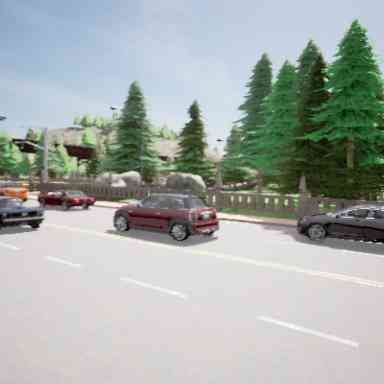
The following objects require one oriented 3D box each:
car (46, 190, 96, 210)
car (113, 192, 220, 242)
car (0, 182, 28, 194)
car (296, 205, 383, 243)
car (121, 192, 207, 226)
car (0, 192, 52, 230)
[{"bbox_3d":[-9.103,0.522,23.860,4.718,1.301,1.895,3,2,36],"label":"car"},{"bbox_3d":[-1.162,0.840,13.781,4.553,1.767,2.097,3,2,36],"label":"car"},{"bbox_3d":[-16.337,-0.109,29.099,4.553,1.767,2.097,3,2,36],"label":"car"},{"bbox_3d":[6.506,1.238,12.550,4.902,1.511,2.128,3,2,36],"label":"car"},{"bbox_3d":[-1.665,0.841,18.461,4.674,1.442,1.812,3,2,36],"label":"car"},{"bbox_3d":[-8.403,0.861,14.465,4.718,1.301,1.895,3,2,36],"label":"car"}]
